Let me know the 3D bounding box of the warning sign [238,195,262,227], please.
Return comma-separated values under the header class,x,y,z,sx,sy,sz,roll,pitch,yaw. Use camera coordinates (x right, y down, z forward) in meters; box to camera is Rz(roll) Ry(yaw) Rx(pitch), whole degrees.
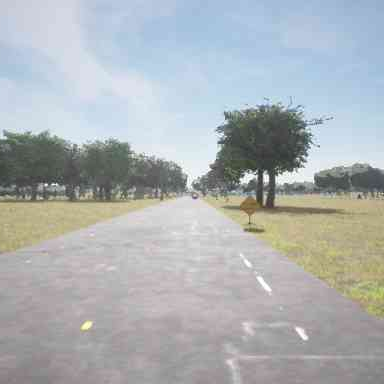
class,x,y,z,sx,sy,sz,roll,pitch,yaw
warning sign,3.562,1.133,20.471,1.300,1.860,1.060,1,1,0
